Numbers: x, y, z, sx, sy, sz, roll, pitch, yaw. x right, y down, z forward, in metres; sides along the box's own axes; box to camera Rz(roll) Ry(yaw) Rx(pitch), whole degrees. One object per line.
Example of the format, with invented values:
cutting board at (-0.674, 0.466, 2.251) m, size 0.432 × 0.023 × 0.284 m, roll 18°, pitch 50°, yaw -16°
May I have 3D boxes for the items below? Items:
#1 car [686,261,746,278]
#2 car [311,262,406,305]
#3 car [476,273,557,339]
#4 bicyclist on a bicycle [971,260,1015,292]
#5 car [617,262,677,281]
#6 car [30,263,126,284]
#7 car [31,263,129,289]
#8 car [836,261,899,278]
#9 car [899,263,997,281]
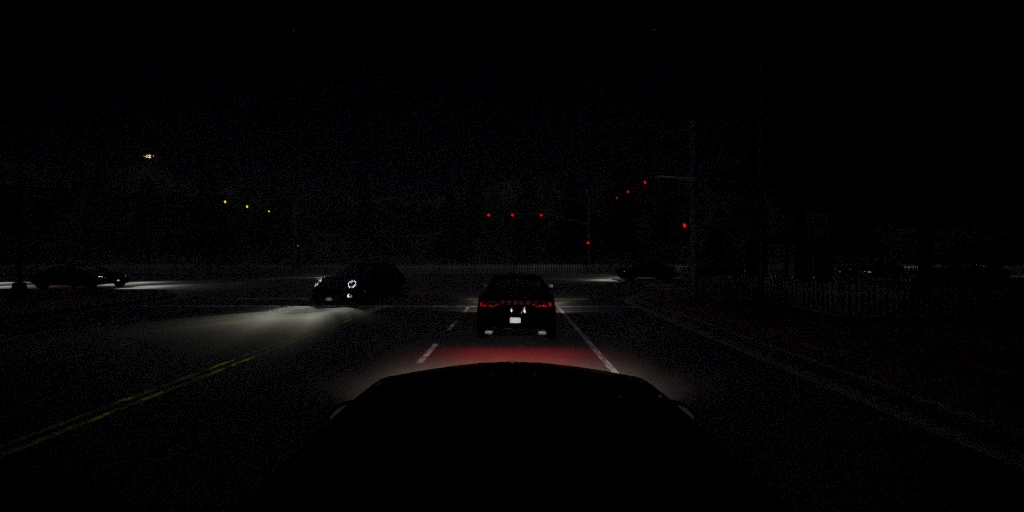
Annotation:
car at (18.416, 1.186, 32.506) m, size 4.902 × 1.511 × 2.128 m, roll 0°, pitch 0°, yaw 1°
car at (-6.697, 1.098, 16.185) m, size 2.097 × 1.767 × 4.553 m, roll 0°, pitch 0°, yaw 12°
car at (0.173, 1.228, 10.168) m, size 1.882 × 1.535 × 5.008 m, roll 0°, pitch 0°, yaw 2°
bicyclist on a bicycle at (22.821, 0.995, 17.030) m, size 0.582 × 1.620 × 1.656 m, roll 0°, pitch 0°, yaw 0°
car at (10.901, 1.220, 29.078) m, size 4.674 × 1.442 × 1.812 m, roll 0°, pitch 0°, yaw 0°
car at (-30.823, 1.220, 25.566) m, size 4.674 × 1.442 × 1.812 m, roll 0°, pitch 0°, yaw 0°
car at (-26.580, 1.220, 22.081) m, size 4.674 × 1.442 × 1.812 m, roll 0°, pitch 0°, yaw 0°
car at (32.016, 1.184, 32.156) m, size 4.902 × 1.511 × 2.128 m, roll 0°, pitch 0°, yaw 4°
car at (34.992, 1.242, 28.588) m, size 5.357 × 1.411 × 2.033 m, roll 0°, pitch 0°, yaw 5°
